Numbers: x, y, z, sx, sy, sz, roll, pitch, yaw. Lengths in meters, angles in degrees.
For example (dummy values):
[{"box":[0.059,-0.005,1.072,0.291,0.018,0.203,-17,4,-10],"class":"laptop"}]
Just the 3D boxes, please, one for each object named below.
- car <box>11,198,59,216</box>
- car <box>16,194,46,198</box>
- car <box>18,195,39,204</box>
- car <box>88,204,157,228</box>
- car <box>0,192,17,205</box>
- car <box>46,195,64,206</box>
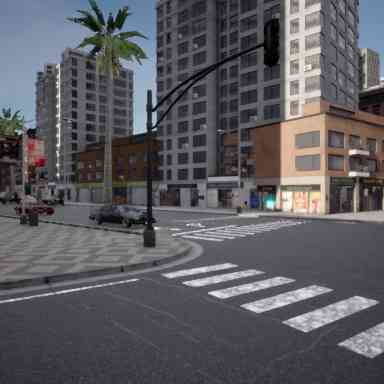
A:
[{"box":[-14.548,1.526,30.739,4.718,1.301,1.895,0,0,42],"class":"car"},{"box":[-23.199,1.361,47.806,4.674,1.442,1.812,0,0,45],"class":"car"},{"box":[-28.251,1.270,57.286,1.837,1.490,4.892,0,0,-44],"class":"car"},{"box":[-4.818,1.523,22.387,5.357,1.411,2.033,0,0,40],"class":"car"},{"box":[-30.291,0.991,54.724,2.150,2.045,5.566,0,0,-44],"class":"car"},{"box":[-21.207,1.184,50.404,4.553,1.767,2.097,0,0,45],"class":"car"}]
